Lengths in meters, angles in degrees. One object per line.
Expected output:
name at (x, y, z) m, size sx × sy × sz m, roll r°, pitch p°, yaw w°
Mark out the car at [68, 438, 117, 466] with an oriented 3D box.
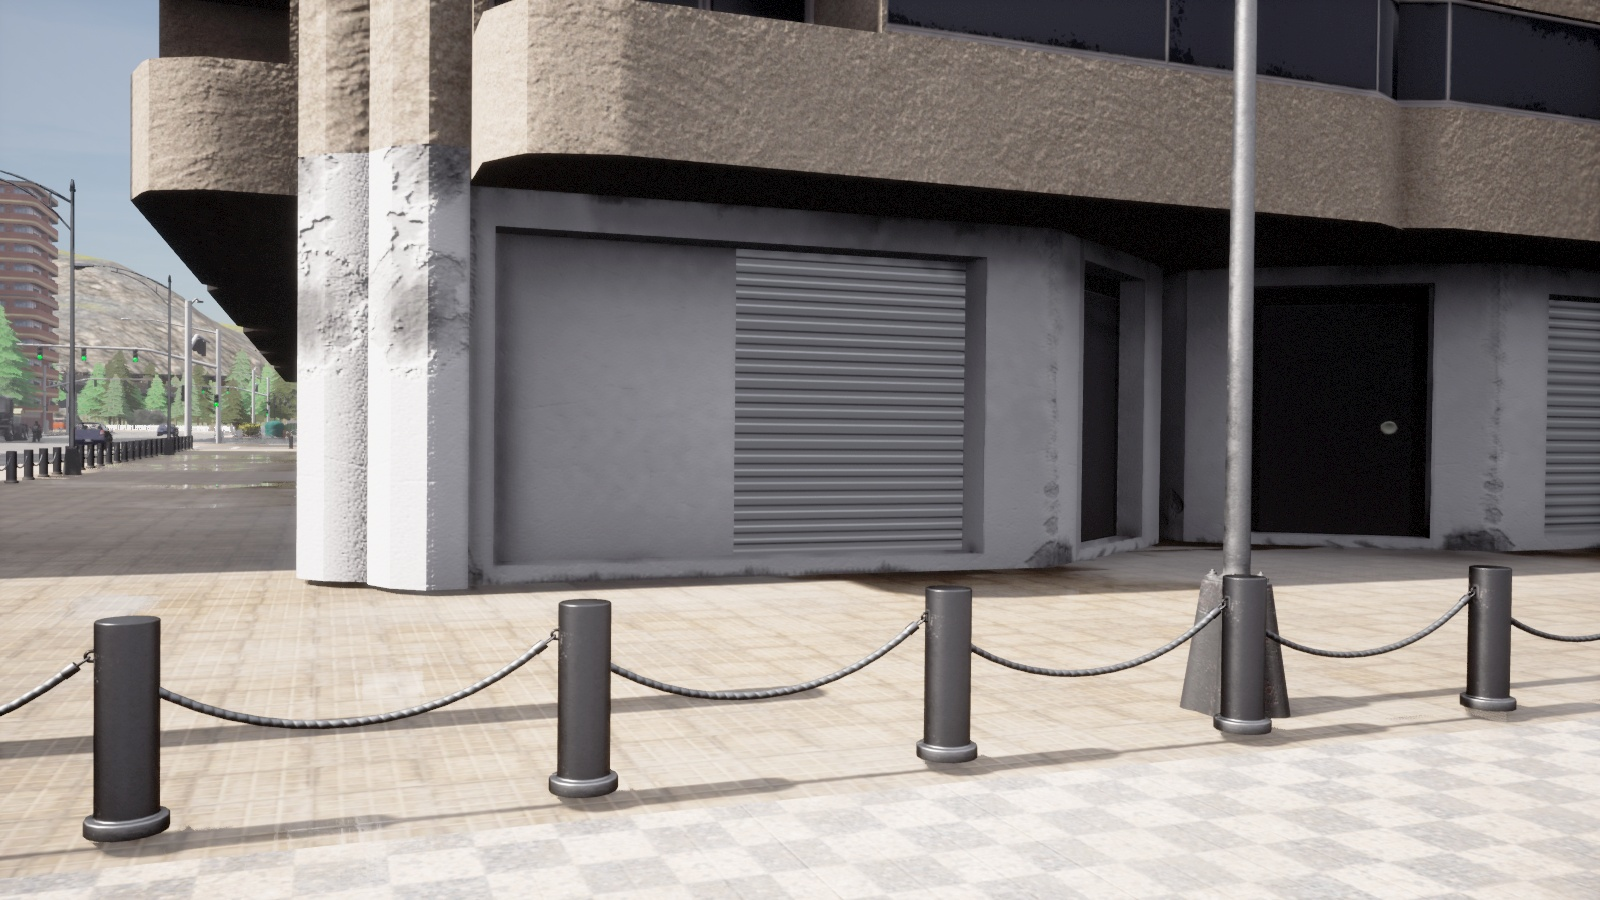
car at (-38.720, 0.084, 68.788) m, size 1.845 × 1.501 × 3.633 m, roll -1°, pitch 1°, yaw -22°
